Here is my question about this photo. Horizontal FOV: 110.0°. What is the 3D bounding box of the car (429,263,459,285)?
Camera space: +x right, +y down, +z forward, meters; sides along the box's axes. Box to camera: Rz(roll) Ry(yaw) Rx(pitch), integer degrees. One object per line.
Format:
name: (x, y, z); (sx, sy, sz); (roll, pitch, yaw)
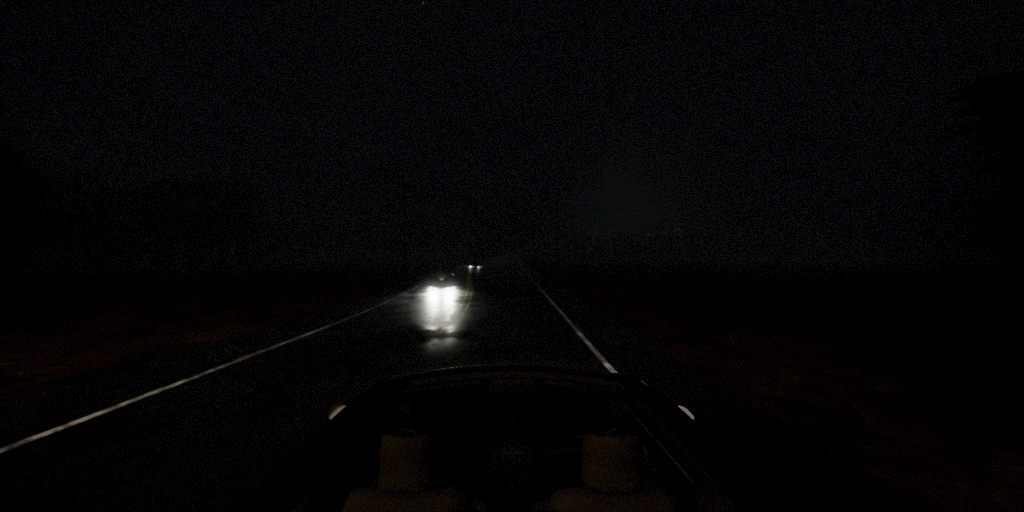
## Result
car: (-4.942, 1.275, 26.226); (2.128, 1.511, 4.902); (0, 0, -7)
